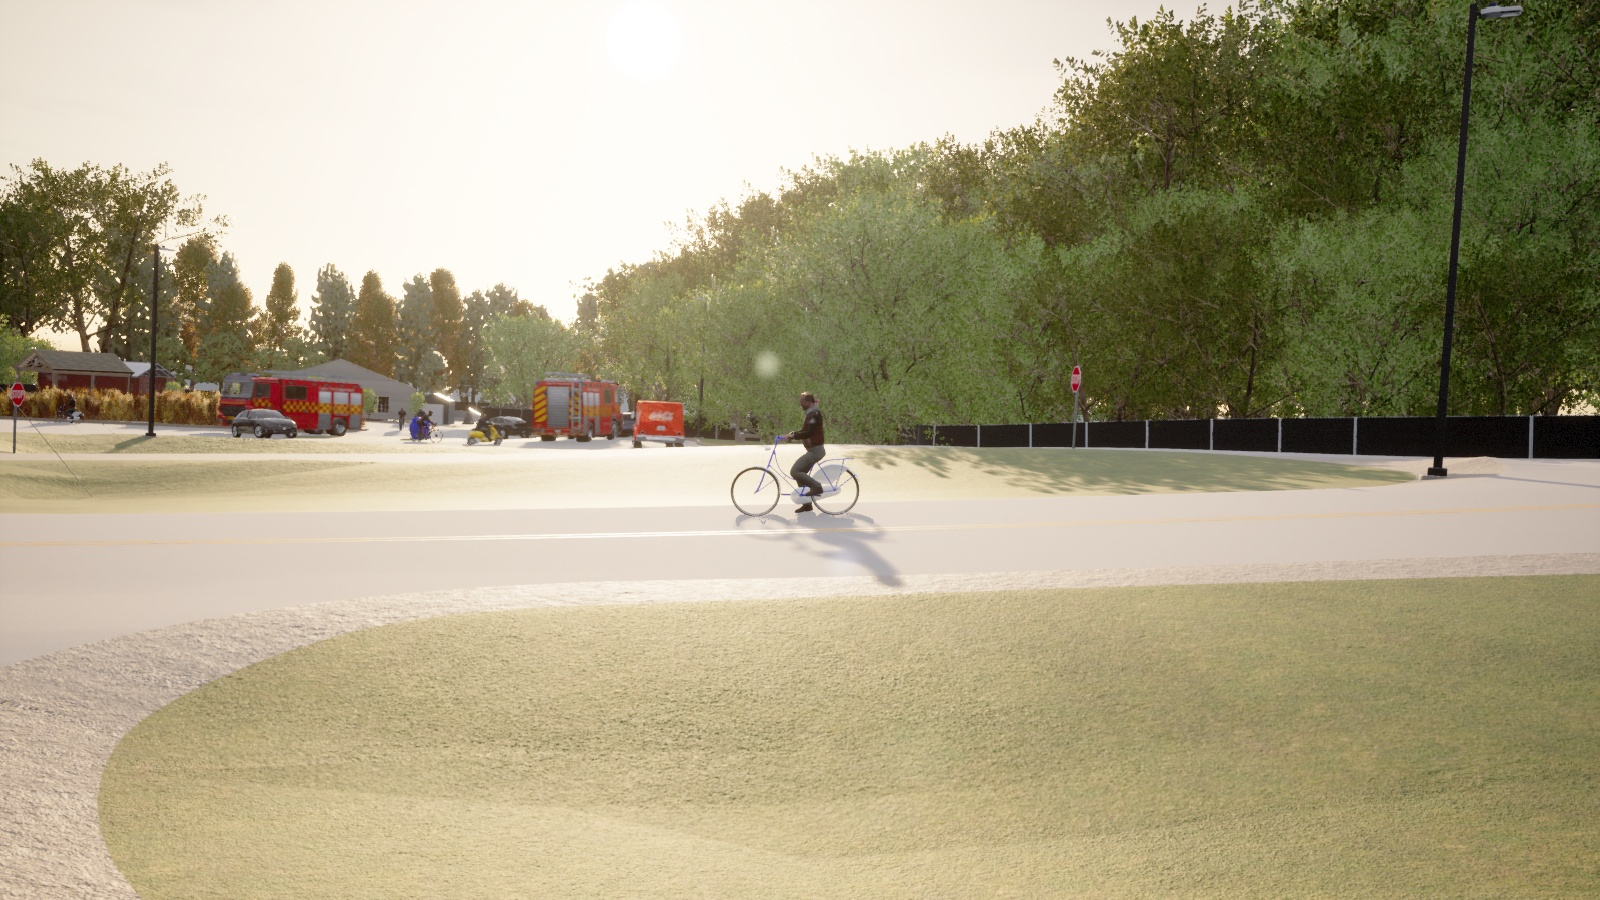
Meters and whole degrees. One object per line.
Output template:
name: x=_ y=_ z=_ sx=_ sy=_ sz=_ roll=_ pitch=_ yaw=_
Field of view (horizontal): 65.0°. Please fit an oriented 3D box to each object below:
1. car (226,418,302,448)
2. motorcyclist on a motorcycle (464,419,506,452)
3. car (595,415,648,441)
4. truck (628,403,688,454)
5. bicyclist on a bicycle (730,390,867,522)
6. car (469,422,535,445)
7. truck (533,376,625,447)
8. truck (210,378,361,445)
car: x=-27.785 y=-0.845 z=65.066 sx=4.892 sy=1.490 sz=1.837 roll=0 pitch=1 yaw=44
motorcyclist on a motorcycle: x=-15.425 y=-0.710 z=61.474 sx=1.817 sy=1.590 sz=0.866 roll=0 pitch=2 yaw=-27
car: x=-11.554 y=-1.414 z=81.038 sx=1.851 sy=1.617 sz=3.988 roll=-1 pitch=0 yaw=-33
truck: x=-7.469 y=-1.179 z=65.601 sx=2.627 sy=2.467 sz=5.204 roll=1 pitch=2 yaw=-11
bicyclist on a bicycle: x=-0.028 y=0.070 z=17.746 sx=1.843 sy=1.776 sz=0.659 roll=-2 pitch=3 yaw=-5
car: x=-19.909 y=-1.106 z=83.893 sx=4.892 sy=1.490 sz=1.837 roll=0 pitch=1 yaw=42
truck: x=-12.619 y=-2.227 z=72.568 sx=2.891 sy=3.827 sz=8.468 roll=0 pitch=2 yaw=7
truck: x=-31.071 y=-2.275 z=76.281 sx=2.891 sy=3.827 sz=8.468 roll=2 pitch=1 yaw=30
